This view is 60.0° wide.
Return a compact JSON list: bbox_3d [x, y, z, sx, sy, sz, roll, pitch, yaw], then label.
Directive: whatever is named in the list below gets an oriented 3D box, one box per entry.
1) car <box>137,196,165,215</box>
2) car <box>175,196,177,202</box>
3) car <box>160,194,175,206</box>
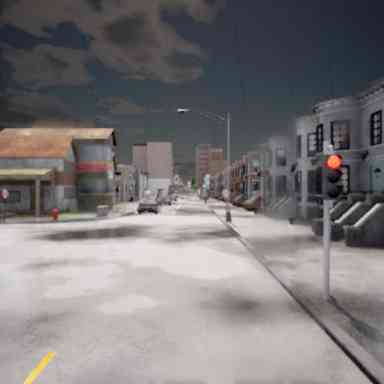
[{"bbox_3d":[-4.103,1.399,32.672,2.033,1.411,5.357,0,0,0],"label":"car"},{"bbox_3d":[-3.981,1.269,67.391,1.994,1.385,4.181,0,0,0],"label":"car"},{"bbox_3d":[-4.077,1.132,48.909,2.097,1.767,4.553,0,0,0],"label":"car"}]
